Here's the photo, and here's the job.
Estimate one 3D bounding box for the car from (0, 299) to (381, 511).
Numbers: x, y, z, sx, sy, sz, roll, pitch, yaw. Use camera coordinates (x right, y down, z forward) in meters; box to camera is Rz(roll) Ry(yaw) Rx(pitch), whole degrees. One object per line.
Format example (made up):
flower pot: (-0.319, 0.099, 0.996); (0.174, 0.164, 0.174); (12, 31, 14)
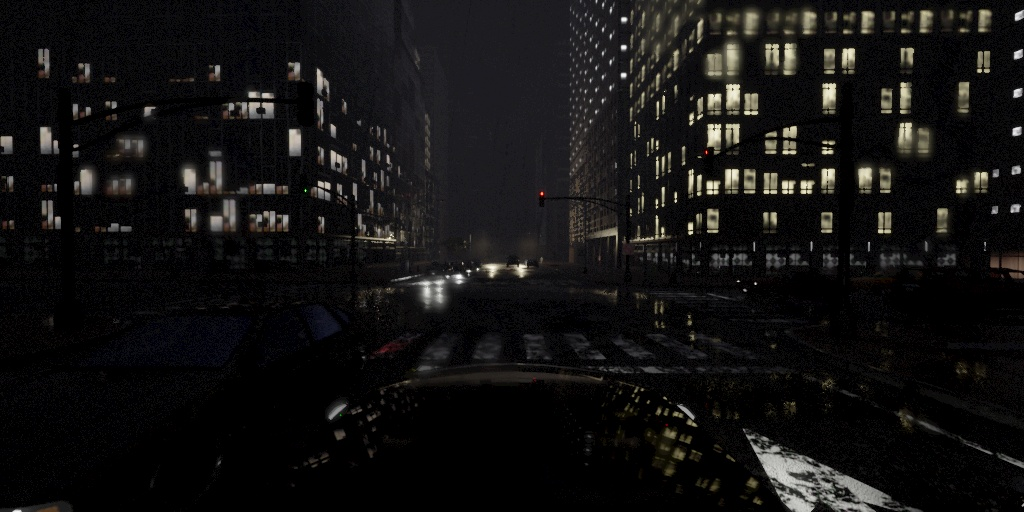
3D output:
car: (-3.336, 1.294, 4.412); (2.033, 1.411, 5.357); (0, 0, 0)

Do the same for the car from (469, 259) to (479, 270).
car: (-6.461, 1.264, 51.385); (2.033, 1.411, 5.357); (0, 0, 0)

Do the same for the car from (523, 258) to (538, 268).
car: (3.511, 1.197, 61.768); (2.128, 1.511, 4.902); (0, 0, 0)

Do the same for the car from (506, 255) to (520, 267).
car: (0.165, 0.925, 62.860); (2.150, 2.045, 5.566); (0, 0, 0)

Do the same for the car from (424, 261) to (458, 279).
car: (-6.522, 1.225, 32.333); (2.128, 1.511, 4.902); (0, 0, 0)

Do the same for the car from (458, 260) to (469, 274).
car: (-6.496, 1.327, 41.615); (1.895, 1.301, 4.718); (0, 0, 0)

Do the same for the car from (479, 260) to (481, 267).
car: (-6.398, 1.182, 61.726); (1.882, 1.535, 5.008); (0, 0, 1)

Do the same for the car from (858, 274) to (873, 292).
car: (21.852, 1.409, 20.689); (4.829, 1.417, 1.751); (0, 0, 1)

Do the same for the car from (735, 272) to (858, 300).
car: (14.183, 1.456, 18.298); (4.718, 1.301, 1.895); (1, 1, 3)

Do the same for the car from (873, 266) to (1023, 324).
car: (16.219, 1.281, 12.419); (5.009, 1.841, 2.192); (0, 0, 1)

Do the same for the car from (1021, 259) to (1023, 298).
car: (29.828, 1.215, 17.924); (5.566, 2.045, 2.150); (1, 1, 1)
